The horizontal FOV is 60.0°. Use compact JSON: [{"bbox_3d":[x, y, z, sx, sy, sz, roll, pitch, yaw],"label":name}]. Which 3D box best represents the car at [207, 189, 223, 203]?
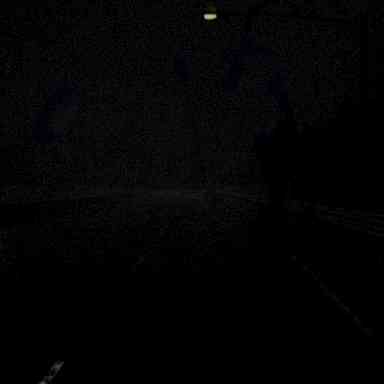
[{"bbox_3d":[4.084,0.889,55.955,2.097,1.767,4.553,0,1,1],"label":"car"}]

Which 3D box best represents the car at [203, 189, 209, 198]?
[{"bbox_3d":[4.375,0.370,80.799,2.150,2.045,5.566,0,1,1],"label":"car"}]
